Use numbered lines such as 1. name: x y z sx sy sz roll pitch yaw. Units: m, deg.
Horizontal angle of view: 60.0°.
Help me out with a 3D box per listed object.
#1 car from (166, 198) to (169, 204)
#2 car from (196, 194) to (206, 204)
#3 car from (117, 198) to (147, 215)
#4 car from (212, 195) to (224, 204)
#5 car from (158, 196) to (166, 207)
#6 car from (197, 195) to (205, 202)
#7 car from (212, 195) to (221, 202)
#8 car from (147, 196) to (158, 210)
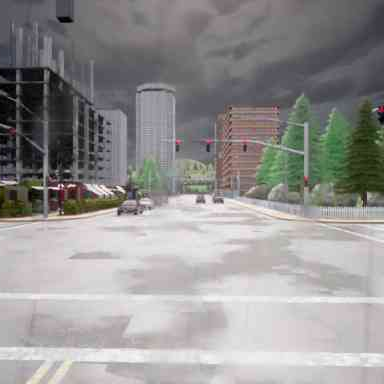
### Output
1. car: -5.415 1.564 61.648 1.994 1.385 4.181 0 0 2
2. car: 1.748 1.601 65.439 1.895 1.301 4.718 0 0 1
3. car: -6.162 1.526 33.631 1.812 1.442 4.674 0 0 2
4. car: 5.255 1.526 65.670 1.812 1.442 4.674 0 0 1
5. car: -5.687 1.352 51.726 2.097 1.767 4.553 0 0 1
6. car: 1.976 1.327 74.624 1.837 1.490 4.892 0 0 1
7. car: 5.476 1.422 74.566 1.895 1.301 4.718 0 0 1
8. car: -5.918 1.526 42.721 1.812 1.442 4.674 0 0 1
